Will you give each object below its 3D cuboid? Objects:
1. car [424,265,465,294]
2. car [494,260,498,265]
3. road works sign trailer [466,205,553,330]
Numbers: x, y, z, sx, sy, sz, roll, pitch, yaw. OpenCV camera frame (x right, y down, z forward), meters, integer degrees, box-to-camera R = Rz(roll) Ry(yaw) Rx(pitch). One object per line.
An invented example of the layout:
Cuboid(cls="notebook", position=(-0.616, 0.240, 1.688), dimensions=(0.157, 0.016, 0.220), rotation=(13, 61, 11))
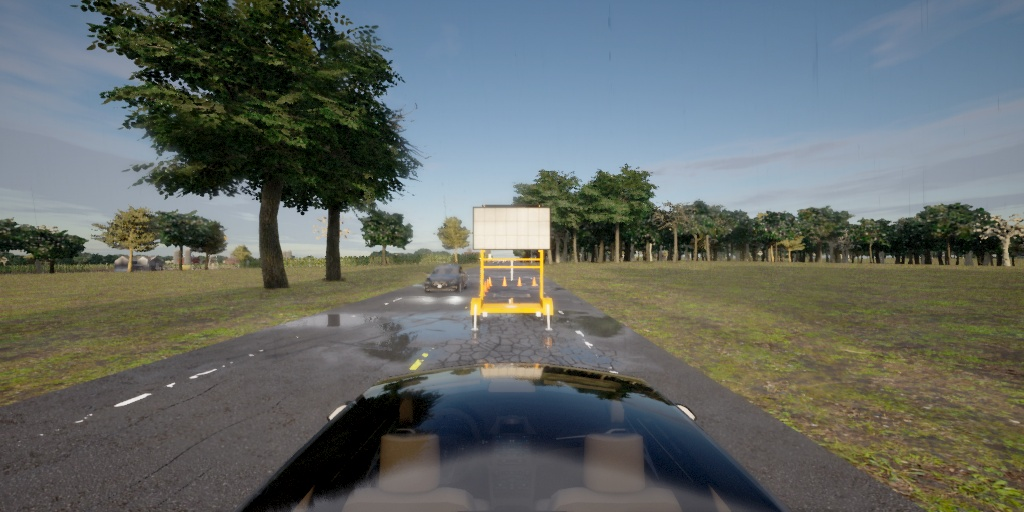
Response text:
Cuboid(cls="car", position=(-3.602, 1.321, 16.845), dimensions=(1.994, 1.385, 4.181), rotation=(0, 0, 0))
Cuboid(cls="car", position=(-3.604, 1.315, 57.550), dimensions=(1.837, 1.490, 4.892), rotation=(0, 0, 0))
Cuboid(cls="road works sign trailer", position=(-0.003, 0.218, 11.126), dimensions=(2.380, 3.560, 2.880), rotation=(0, 0, 0))
